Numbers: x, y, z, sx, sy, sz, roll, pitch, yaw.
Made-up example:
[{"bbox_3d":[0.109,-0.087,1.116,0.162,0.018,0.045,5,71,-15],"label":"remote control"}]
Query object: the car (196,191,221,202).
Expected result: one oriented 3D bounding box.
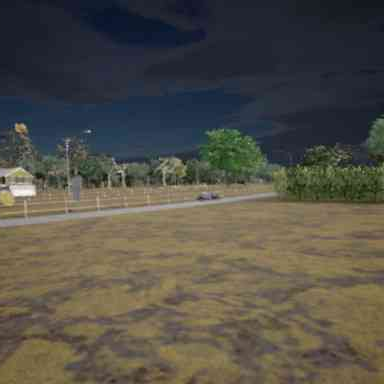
[{"bbox_3d":[2.335,0.585,46.949,1.994,1.385,4.181,-2,1,36],"label":"car"}]
